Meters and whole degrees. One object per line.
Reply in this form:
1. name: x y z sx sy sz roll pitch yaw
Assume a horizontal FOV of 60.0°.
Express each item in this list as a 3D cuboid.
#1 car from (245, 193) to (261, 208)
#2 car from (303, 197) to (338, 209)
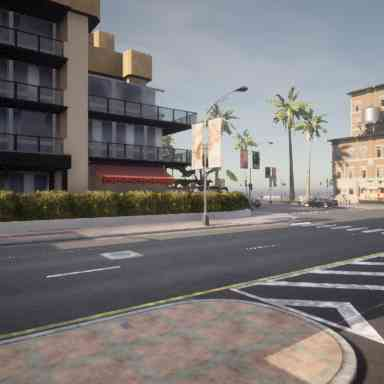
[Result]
1. car: 7.430 1.222 48.079 2.150 2.045 5.566 0 0 -35
2. car: 17.679 1.505 45.972 1.837 1.490 4.892 0 0 -35
